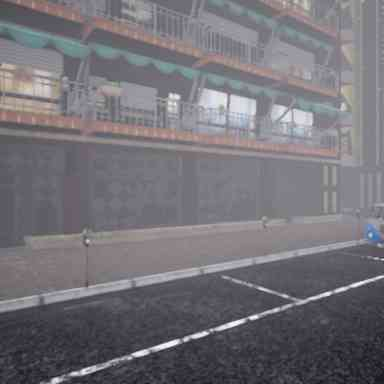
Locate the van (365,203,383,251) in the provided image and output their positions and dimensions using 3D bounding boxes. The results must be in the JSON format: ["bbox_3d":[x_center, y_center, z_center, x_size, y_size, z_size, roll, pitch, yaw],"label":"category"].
[{"bbox_3d":[8.032,1.253,12.287,3.998,1.788,1.690,0,1,-36],"label":"van"}]
